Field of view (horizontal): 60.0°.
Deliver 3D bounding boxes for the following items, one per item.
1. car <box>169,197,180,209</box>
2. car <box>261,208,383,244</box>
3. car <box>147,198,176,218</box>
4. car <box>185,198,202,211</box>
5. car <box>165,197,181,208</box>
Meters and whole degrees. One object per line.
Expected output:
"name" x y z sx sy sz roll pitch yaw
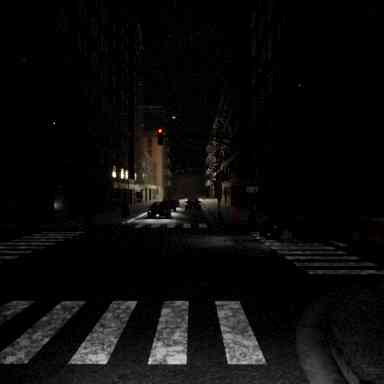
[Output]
"car" -2.837 1.481 40.029 2.128 1.511 4.902 0 0 0
"car" 5.702 1.490 15.376 5.008 1.535 1.882 0 0 0
"car" -2.841 1.541 30.207 2.033 1.411 5.357 0 0 0
"car" 0.122 1.514 41.030 1.812 1.442 4.674 0 0 0
"car" -2.837 1.474 50.230 2.128 1.511 4.902 0 0 0
